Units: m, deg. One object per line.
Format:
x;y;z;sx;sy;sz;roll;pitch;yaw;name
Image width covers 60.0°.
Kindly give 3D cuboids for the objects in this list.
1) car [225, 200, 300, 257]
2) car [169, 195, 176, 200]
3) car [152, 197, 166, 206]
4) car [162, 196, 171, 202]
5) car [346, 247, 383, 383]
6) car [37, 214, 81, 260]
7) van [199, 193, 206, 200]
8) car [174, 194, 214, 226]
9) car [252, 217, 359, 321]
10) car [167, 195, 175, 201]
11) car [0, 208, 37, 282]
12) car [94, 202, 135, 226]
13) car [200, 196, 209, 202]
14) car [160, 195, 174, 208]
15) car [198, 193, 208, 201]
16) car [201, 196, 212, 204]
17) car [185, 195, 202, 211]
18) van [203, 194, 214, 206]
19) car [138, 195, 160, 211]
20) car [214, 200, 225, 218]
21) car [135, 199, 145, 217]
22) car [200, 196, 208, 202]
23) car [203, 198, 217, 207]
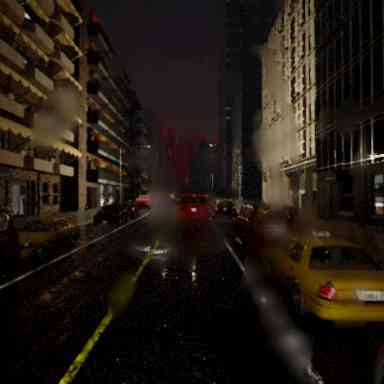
2.718;1.313;12.696;2.192;1.841;5.009;1;0;0;car
-5.611;1.505;95.082;1.752;1.417;4.829;1;0;0;car
-5.605;1.571;56.984;1.802;1.307;4.206;1;0;0;car
-5.594;1.567;73.624;1.802;1.307;4.206;1;0;0;car
2.708;1.440;1.601;1.967;1.590;4.097;1;0;0;car
-5.634;1.524;12.439;1.752;1.417;4.829;1;0;0;car
2.769;1.321;89.765;1.690;1.788;3.998;1;0;0;van
0.117;1.218;23.454;2.150;2.045;5.566;0;0;0;car
2.710;1.524;7.319;1.752;1.417;4.829;1;0;0;car
-5.615;1.506;89.569;1.752;1.417;4.829;1;0;0;car
-5.633;1.315;7.063;2.192;1.841;5.009;1;0;0;car
-5.627;1.563;23.703;1.947;1.339;4.313;1;0;0;car
2.753;1.566;73.722;1.802;1.307;4.206;1;0;0;car
-3.049;1.555;47.561;1.994;1.385;4.181;0;0;0;car
2.765;1.297;84.257;2.192;1.841;5.009;1;0;0;car
2.747;1.532;62.626;1.887;1.381;4.507;1;0;0;car
0.135;1.346;42.109;2.097;1.767;4.553;0;0;-1;car
2.747;1.330;57.079;1.690;1.788;3.998;1;0;0;van
-5.610;1.309;40.343;2.192;1.841;5.009;1;0;0;car
2.727;1.436;29.340;1.967;1.590;4.097;1;0;0;car
-5.623;1.578;29.251;1.802;1.307;4.206;1;0;0;car
2.756;1.565;78.749;1.802;1.307;4.206;1;0;0;car
2.739;1.572;51.531;1.802;1.307;4.206;1;0;0;car
